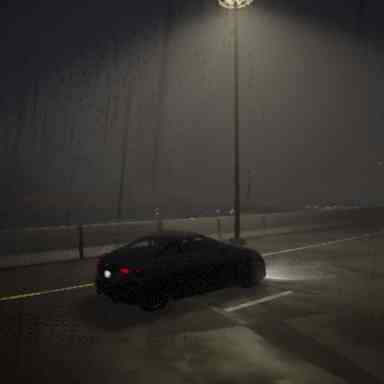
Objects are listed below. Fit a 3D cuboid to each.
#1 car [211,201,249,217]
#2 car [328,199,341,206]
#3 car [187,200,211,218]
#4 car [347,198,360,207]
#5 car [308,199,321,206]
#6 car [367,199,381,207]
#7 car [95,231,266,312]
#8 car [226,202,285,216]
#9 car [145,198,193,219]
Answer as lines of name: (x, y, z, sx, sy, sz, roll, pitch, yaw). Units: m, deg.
car: (4.265, 1.655, 30.305, 4.553, 1.767, 2.097, 0, -1, -43)
car: (27.654, 2.105, 64.673, 1.895, 1.301, 4.718, -1, -1, 32)
car: (2.231, 1.823, 33.170, 5.008, 1.535, 1.882, 0, -1, -44)
car: (29.756, 1.978, 61.366, 1.837, 1.490, 4.892, -1, -1, 32)
car: (24.408, 2.078, 66.060, 1.812, 1.442, 4.674, -1, -1, 32)
car: (31.775, 1.916, 57.997, 1.882, 1.535, 5.008, -1, 0, 34)
car: (-0.146, 1.655, 8.037, 4.181, 1.385, 1.994, 0, -1, -37)
car: (5.464, 1.805, 26.580, 5.357, 1.411, 2.033, 0, -1, -42)
car: (-2.061, 1.599, 33.929, 5.566, 2.045, 2.150, 0, -1, -42)
